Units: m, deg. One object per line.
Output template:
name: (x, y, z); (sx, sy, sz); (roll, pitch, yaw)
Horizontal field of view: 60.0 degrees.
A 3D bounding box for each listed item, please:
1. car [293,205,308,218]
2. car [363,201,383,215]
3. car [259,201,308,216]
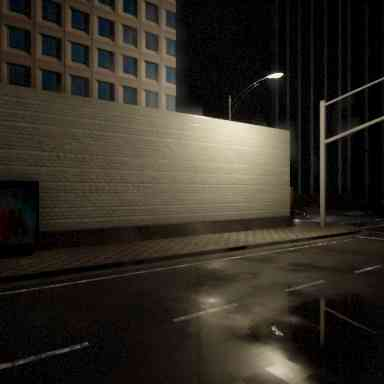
car: (8.138, 1.581, 29.990); (1.812, 1.442, 4.674); (0, 0, -36)
car: (19.399, 1.562, 32.658); (1.837, 1.490, 4.892); (0, 0, -36)
car: (9.339, 1.656, 34.316); (1.895, 1.301, 4.718); (0, 0, -36)
